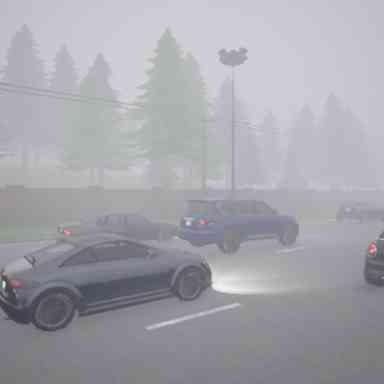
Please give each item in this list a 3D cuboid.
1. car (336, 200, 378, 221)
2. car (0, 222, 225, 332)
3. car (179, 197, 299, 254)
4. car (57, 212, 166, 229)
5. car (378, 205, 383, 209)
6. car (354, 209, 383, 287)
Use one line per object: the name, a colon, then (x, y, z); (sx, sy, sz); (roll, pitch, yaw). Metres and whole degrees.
car: (13.430, 1.413, 26.224); (4.553, 1.767, 2.097); (0, 0, -35)
car: (-1.603, 1.570, 6.908); (4.181, 1.385, 1.994); (0, 0, -35)
car: (2.052, 1.244, 13.808); (5.566, 2.045, 2.150); (0, 0, -35)
car: (-3.067, 1.561, 14.457); (5.357, 1.411, 2.033); (0, 0, -35)
car: (15.455, 1.413, 23.368); (4.553, 1.767, 2.097); (0, 0, -35)
car: (6.283, 1.376, 8.227); (4.553, 1.767, 2.097); (0, 0, -36)
